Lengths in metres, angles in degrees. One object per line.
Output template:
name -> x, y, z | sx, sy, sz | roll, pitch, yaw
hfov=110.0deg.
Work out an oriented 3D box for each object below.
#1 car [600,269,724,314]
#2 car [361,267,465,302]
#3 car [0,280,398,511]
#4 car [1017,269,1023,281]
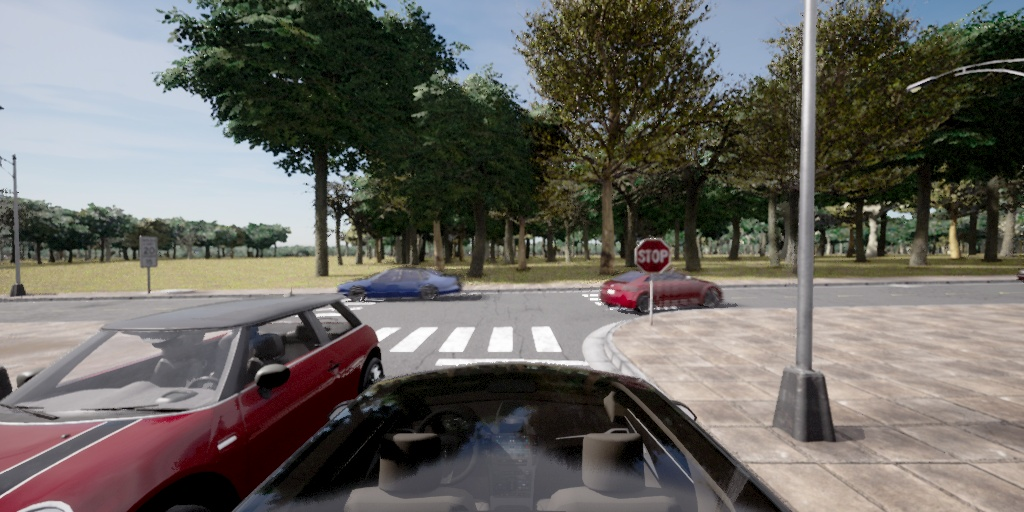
car -> 5.219, 1.104, 12.539 | 4.181, 1.385, 1.994 | -2, 1, -18
car -> -4.798, 1.206, 15.790 | 5.357, 1.411, 2.033 | -1, 1, 0
car -> -2.639, 1.177, 3.029 | 1.967, 1.591, 4.097 | 0, 0, 0
car -> 25.977, 0.626, 15.749 | 5.357, 1.411, 2.033 | -1, 1, 0
